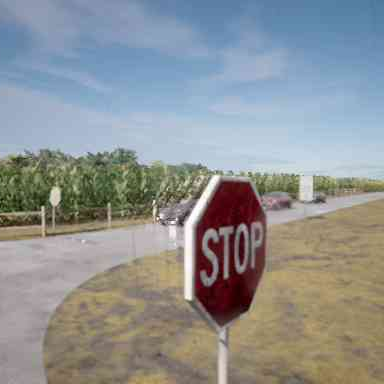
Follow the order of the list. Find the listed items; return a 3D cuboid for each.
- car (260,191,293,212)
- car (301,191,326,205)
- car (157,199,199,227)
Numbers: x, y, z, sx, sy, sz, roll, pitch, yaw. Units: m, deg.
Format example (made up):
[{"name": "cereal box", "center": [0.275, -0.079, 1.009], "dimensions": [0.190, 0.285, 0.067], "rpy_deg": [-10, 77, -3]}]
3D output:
[{"name": "car", "center": [7.822, 0.821, 31.518], "dimensions": [2.097, 1.767, 4.553], "rpy_deg": [1, 2, 37]}, {"name": "car", "center": [14.949, 0.686, 40.813], "dimensions": [2.128, 1.511, 4.902], "rpy_deg": [1, 2, 38]}, {"name": "car", "center": [-0.136, 1.256, 21.108], "dimensions": [1.837, 1.490, 4.892], "rpy_deg": [1, 2, 37]}]
